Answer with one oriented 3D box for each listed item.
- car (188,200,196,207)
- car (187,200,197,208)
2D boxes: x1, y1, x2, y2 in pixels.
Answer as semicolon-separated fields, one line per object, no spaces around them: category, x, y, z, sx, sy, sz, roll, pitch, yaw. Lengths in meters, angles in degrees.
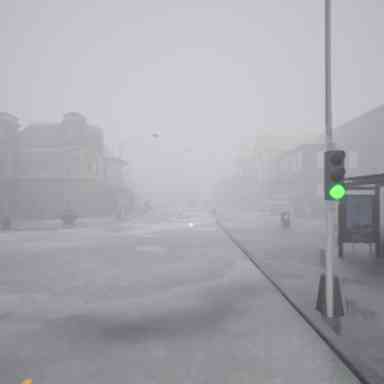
car;-0.003;2.472;75.146;1.837;1.490;4.892;0;-1;0
car;0.102;2.383;64.655;2.033;1.411;5.357;0;-1;-1
